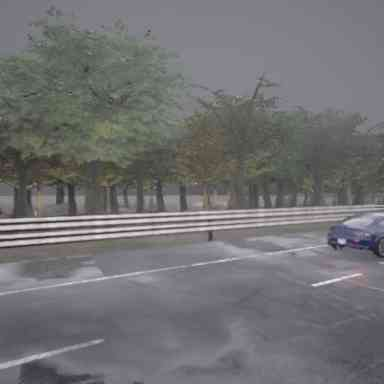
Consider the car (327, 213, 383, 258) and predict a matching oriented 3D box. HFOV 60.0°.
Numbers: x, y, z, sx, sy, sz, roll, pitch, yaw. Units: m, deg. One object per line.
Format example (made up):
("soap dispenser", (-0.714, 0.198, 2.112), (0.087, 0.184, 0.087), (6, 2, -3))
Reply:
("car", (7.181, 1.552, 12.918), (4.674, 1.442, 1.812), (0, 0, -33))
